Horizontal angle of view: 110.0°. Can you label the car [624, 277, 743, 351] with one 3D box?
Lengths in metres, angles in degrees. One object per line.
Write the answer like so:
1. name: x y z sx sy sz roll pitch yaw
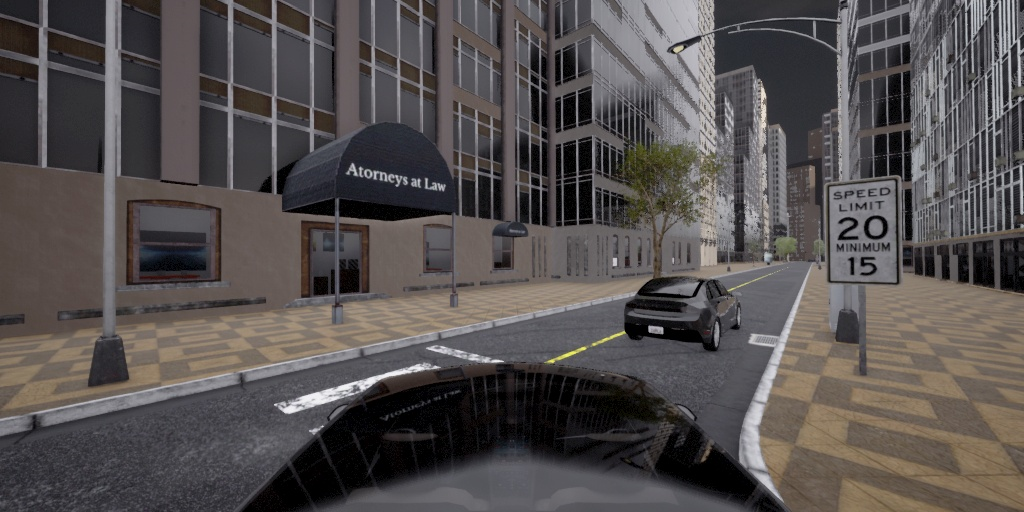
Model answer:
1. car: 4.488 1.257 9.145 1.837 1.490 4.892 -1 0 40
